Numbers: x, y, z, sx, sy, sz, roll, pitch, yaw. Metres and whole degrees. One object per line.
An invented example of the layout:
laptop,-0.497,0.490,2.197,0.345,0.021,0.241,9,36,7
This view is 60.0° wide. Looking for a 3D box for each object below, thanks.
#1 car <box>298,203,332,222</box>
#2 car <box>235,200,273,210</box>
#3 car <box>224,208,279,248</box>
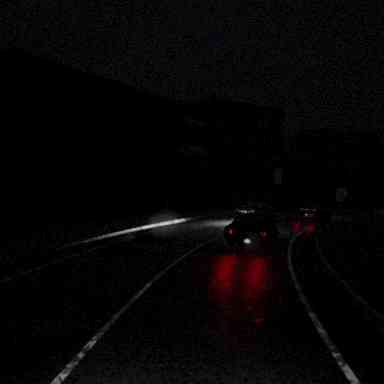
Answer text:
car,11.090,1.739,29.742,2.128,1.511,4.902,4,1,38
car,5.298,1.474,28.028,2.128,1.511,4.902,3,1,34
car,2.871,1.633,15.070,1.895,1.301,4.718,2,0,18
